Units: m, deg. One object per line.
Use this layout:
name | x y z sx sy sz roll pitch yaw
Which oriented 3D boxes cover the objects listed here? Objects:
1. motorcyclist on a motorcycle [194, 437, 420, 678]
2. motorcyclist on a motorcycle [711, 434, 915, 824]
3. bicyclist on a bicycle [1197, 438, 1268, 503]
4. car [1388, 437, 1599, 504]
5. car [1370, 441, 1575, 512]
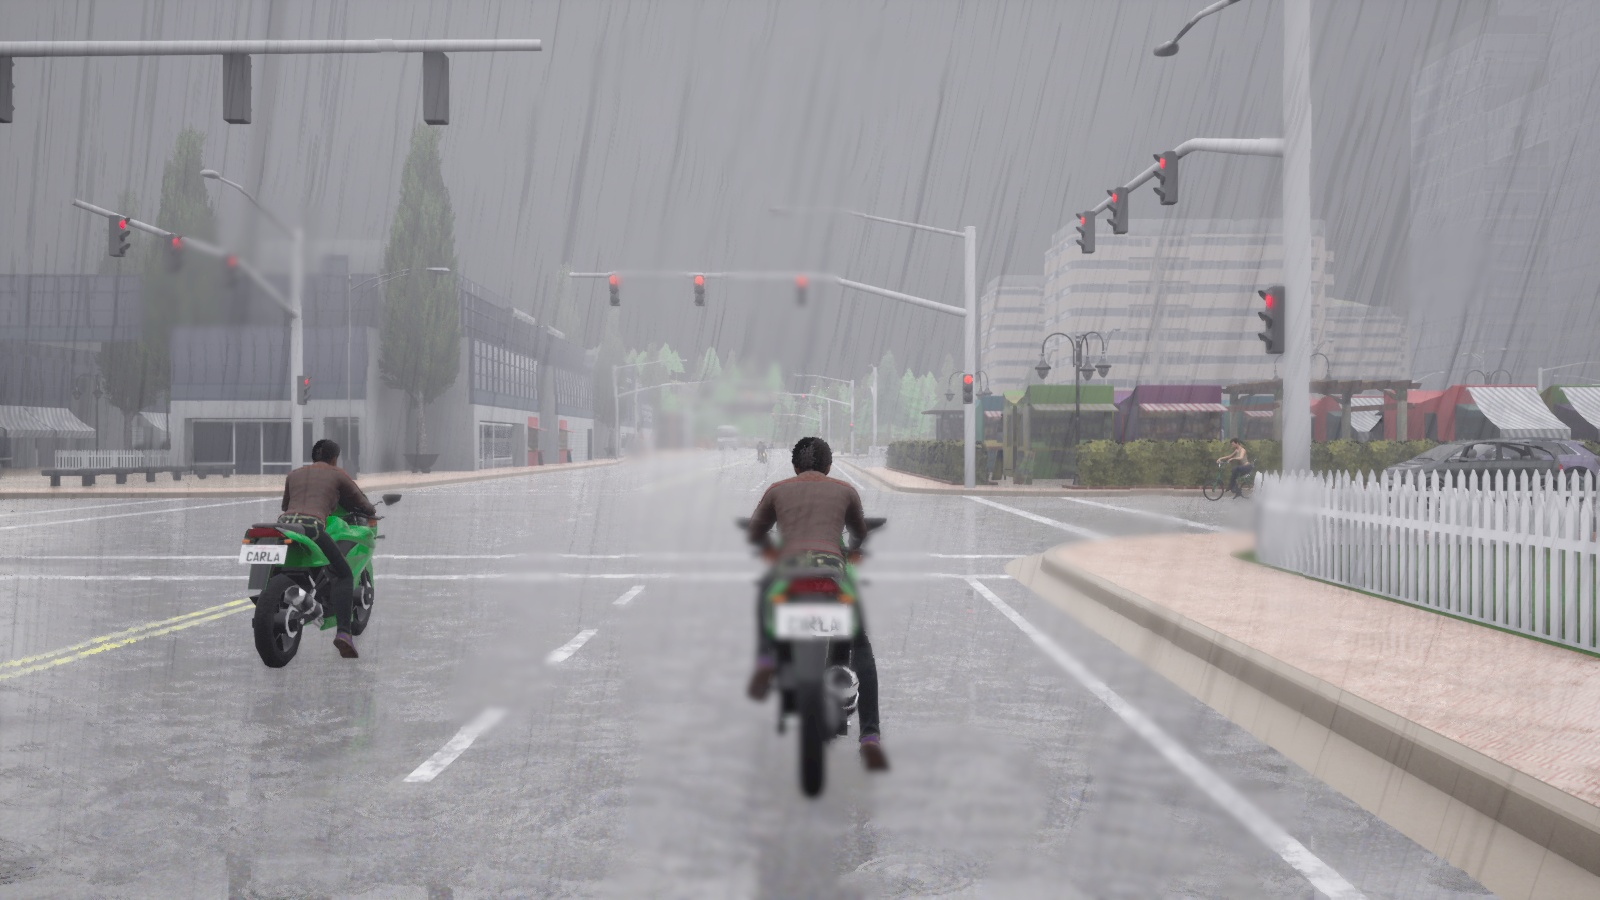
motorcyclist on a motorcycle | -3.424 0.675 8.958 0.797 1.523 2.044 0 0 0
motorcyclist on a motorcycle | 0.056 0.695 5.932 0.797 1.523 2.044 0 0 0
bicyclist on a bicycle | 11.005 0.511 31.967 1.509 1.612 0.866 0 0 -1
car | 17.933 0.510 32.101 4.856 1.649 2.033 0 0 -1
car | 15.225 0.576 28.550 3.705 1.549 1.789 0 0 -1
